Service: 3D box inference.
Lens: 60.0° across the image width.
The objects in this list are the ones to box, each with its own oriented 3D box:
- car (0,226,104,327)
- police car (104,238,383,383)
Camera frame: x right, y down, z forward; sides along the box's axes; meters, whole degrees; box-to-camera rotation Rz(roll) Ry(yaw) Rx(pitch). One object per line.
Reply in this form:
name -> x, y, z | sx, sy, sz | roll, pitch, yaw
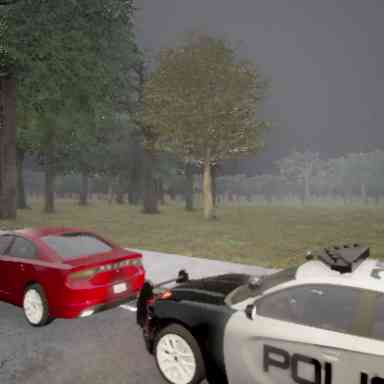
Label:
car -> -3.235, 1.467, 7.075 | 5.008, 1.535, 1.882 | 0, 0, 36
police car -> 1.563, 1.427, 3.645 | 5.238, 1.638, 1.930 | 0, 0, 36
